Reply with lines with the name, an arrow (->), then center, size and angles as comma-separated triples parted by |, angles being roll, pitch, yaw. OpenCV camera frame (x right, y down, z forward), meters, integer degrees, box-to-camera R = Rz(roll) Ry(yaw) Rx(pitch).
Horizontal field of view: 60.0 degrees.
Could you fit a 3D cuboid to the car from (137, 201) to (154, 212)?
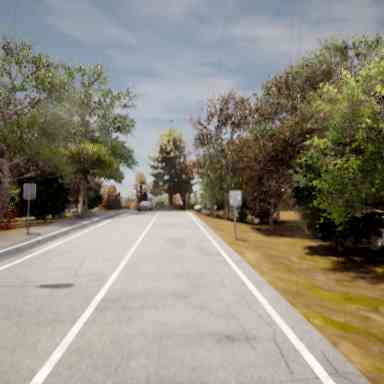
car -> -5.914, 1.837, 42.670 | 1.812, 1.442, 4.674 | 0, -2, -3
